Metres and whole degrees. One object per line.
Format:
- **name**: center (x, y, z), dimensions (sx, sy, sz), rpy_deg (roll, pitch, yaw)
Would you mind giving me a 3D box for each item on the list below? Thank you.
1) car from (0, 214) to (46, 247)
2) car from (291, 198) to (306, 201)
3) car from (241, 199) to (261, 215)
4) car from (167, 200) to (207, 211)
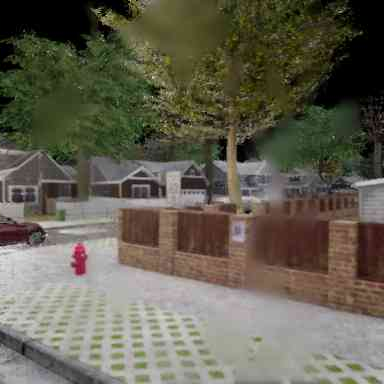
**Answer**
- **car**: center (-7.459, 1.437, 11.866), dimensions (1.812, 1.442, 4.674), rpy_deg (-2, -1, 21)
- **car**: center (14.062, 1.482, 44.062), dimensions (1.895, 1.301, 4.718), rpy_deg (-1, 0, 42)
- **car**: center (5.091, 1.377, 28.794), dimensions (2.128, 1.511, 4.902), rpy_deg (-1, 0, 39)
- **car**: center (-0.595, 1.414, 26.345), dimensions (2.128, 1.511, 4.902), rpy_deg (-1, 0, 38)
